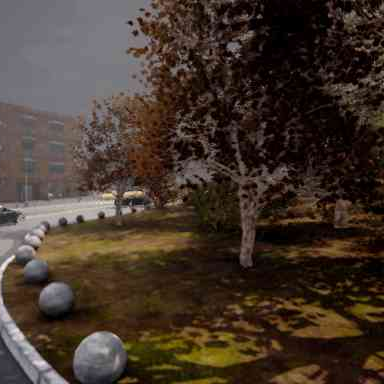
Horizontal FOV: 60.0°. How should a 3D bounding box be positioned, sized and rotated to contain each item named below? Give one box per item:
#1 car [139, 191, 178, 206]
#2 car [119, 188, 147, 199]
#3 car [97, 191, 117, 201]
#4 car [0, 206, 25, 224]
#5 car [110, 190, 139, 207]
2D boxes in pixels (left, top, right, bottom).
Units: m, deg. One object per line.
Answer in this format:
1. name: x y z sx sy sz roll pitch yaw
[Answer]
1. car: -3.811 0.597 41.959 2.150 2.045 5.566 -1 3 27
2. car: -10.661 0.242 60.225 1.946 1.575 5.366 -1 3 31
3. car: -13.498 0.568 55.498 1.946 1.575 5.366 -1 3 31
4. car: -14.118 1.739 23.838 1.837 1.490 4.892 -2 0 8
5. car: -7.543 1.003 41.671 1.882 1.535 5.008 -1 3 26
